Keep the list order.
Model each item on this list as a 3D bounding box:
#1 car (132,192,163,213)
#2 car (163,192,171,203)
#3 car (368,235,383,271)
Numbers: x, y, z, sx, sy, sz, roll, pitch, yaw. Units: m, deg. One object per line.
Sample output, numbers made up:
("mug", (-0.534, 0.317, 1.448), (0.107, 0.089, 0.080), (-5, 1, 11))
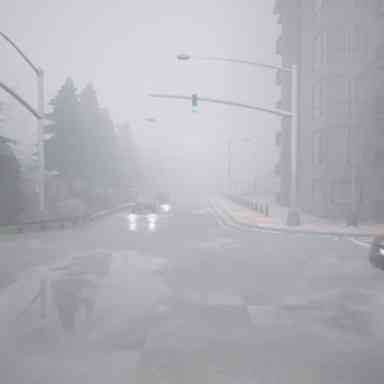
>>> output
("car", (-3.745, 0.862, 27.547), (1.812, 1.442, 4.674), (0, 1, 0))
("car", (-3.645, 0.632, 39.696), (1.895, 1.301, 4.718), (0, 2, 1))
("car", (6.494, 1.383, 7.770), (4.181, 1.385, 1.994), (0, 1, 1))
